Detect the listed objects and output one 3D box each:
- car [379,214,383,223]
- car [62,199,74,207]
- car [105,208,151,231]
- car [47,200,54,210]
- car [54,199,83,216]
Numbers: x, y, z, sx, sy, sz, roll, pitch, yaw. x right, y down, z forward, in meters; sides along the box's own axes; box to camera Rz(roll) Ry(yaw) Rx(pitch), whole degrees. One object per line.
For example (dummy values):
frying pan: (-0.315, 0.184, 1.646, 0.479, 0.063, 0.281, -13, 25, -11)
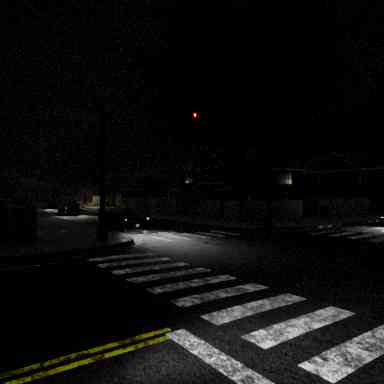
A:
car: (14.552, 1.512, 22.055, 5.357, 1.411, 2.033, 0, 0, -36)
car: (-23.734, 2.004, 63.590, 1.812, 1.442, 4.674, 0, 0, -23)
car: (-4.523, 1.766, 22.243, 1.895, 1.301, 4.718, 0, 0, -33)
car: (-21.113, 1.958, 50.876, 1.994, 1.385, 4.181, 0, 0, -26)
car: (-13.322, 1.630, 36.315, 2.097, 1.767, 4.553, 0, 0, -30)
